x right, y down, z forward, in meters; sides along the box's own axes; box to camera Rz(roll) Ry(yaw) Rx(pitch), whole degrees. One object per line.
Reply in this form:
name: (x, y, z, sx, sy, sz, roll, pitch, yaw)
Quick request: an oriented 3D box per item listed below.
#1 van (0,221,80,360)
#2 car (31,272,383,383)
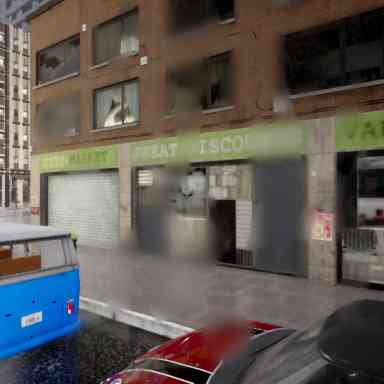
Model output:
van: (-3.492, 1.343, 5.204, 3.998, 1.788, 1.690, 0, 0, 35)
car: (1.147, 1.440, 1.909, 4.097, 1.590, 1.967, 0, 0, 35)
